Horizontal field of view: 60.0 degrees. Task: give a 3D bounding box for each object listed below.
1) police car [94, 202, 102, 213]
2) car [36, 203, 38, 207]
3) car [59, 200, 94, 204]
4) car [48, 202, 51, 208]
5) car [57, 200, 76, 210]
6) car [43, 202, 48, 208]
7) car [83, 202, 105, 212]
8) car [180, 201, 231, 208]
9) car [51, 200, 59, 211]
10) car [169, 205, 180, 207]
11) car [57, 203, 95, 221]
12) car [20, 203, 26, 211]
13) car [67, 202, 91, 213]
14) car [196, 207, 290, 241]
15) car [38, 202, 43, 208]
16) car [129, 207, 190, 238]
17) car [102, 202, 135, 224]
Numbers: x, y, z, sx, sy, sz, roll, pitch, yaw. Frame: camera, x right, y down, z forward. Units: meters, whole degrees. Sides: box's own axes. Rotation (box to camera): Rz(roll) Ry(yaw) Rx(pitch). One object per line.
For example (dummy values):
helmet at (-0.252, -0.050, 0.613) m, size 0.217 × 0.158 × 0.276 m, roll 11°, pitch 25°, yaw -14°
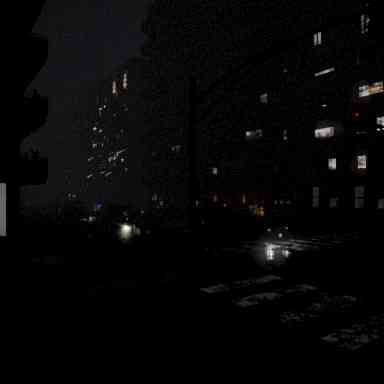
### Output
police car at (-12.286, 2.256, 49.510) m, size 1.930 × 1.638 × 5.238 m, roll 0°, pitch -1°, yaw -36°
car at (-38.376, 3.167, 84.655) m, size 1.947 × 1.339 × 4.313 m, roll -1°, pitch 0°, yaw -36°
car at (-14.890, 1.993, 42.527) m, size 2.150 × 2.045 × 5.566 m, roll 0°, pitch -1°, yaw -36°
car at (-28.411, 2.623, 70.900) m, size 2.192 × 1.841 × 5.009 m, roll -1°, pitch 0°, yaw -36°
car at (-25.085, 2.523, 66.314) m, size 2.192 × 1.841 × 5.009 m, roll -1°, pitch 0°, yaw -36°
car at (-31.729, 2.972, 75.483) m, size 1.947 × 1.339 × 4.313 m, roll -1°, pitch 0°, yaw -36°
car at (-16.326, 2.432, 55.091) m, size 1.882 × 1.535 × 5.008 m, roll 0°, pitch -1°, yaw -36°
car at (1.517, 1.713, 29.640) m, size 2.192 × 1.841 × 5.009 m, roll -1°, pitch 0°, yaw -36°
car at (-23.196, 2.600, 59.386) m, size 1.837 × 1.490 × 4.892 m, roll 0°, pitch -1°, yaw -36°
car at (-1.802, 2.045, 34.223) m, size 1.887 × 1.381 × 4.507 m, roll -1°, pitch 0°, yaw -36°
car at (-11.848, 2.163, 33.857) m, size 1.887 × 1.381 × 4.507 m, roll -1°, pitch 0°, yaw -36°
car at (-31.801, 2.769, 61.365) m, size 1.887 × 1.381 × 4.507 m, roll -1°, pitch 0°, yaw -36°
car at (-17.665, 2.418, 51.760) m, size 2.128 × 1.511 × 4.902 m, roll 0°, pitch -1°, yaw -36°
car at (2.692, 1.777, 18.343) m, size 2.033 × 1.411 × 5.357 m, roll 0°, pitch -1°, yaw -38°
car at (-35.055, 3.049, 80.068) m, size 1.887 × 1.381 × 4.507 m, roll -1°, pitch 0°, yaw -36°
car at (-1.773, 1.833, 19.966) m, size 1.752 × 1.417 × 4.829 m, roll -1°, pitch 0°, yaw -36°
car at (-6.062, 1.851, 30.316) m, size 2.097 × 1.767 × 4.553 m, roll 0°, pitch -1°, yaw -36°
